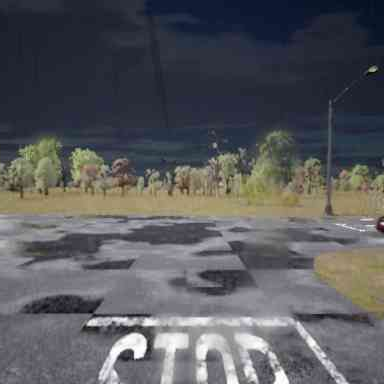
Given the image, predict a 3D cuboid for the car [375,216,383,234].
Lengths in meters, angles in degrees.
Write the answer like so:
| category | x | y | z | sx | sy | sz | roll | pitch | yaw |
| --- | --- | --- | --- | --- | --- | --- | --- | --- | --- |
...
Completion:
| category | x | y | z | sx | sy | sz | roll | pitch | yaw |
| --- | --- | --- | --- | --- | --- | --- | --- | --- | --- |
| car | 12.079 | 1.661 | 17.568 | 4.181 | 1.385 | 1.994 | 1 | 1 | 0 |
